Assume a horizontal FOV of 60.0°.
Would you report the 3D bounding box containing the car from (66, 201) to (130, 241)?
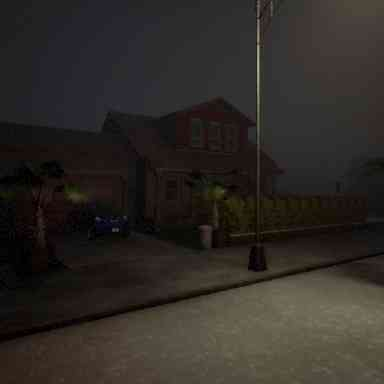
[{"bbox_3d":[-4.134,1.174,14.517,1.845,1.501,3.633,0,0,-38],"label":"car"}]
